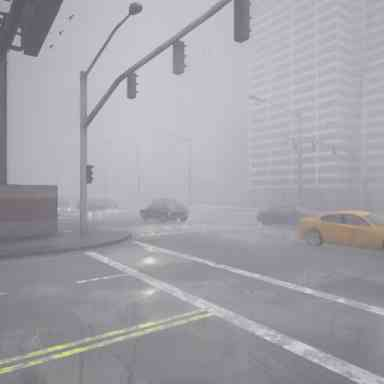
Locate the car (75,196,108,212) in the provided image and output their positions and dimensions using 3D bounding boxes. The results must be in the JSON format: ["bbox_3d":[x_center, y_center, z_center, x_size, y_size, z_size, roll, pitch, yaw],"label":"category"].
[{"bbox_3d":[-12.179,1.547,39.390,2.033,1.411,5.357,0,0,-35],"label":"car"}]

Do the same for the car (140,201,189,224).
[{"bbox_3d":[-2.164,1.601,25.143,1.895,1.301,4.718,0,0,-34],"label":"car"}]

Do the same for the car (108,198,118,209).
[{"bbox_3d":[-11.450,1.492,44.436,2.128,1.511,4.902,0,0,-35],"label":"car"}]

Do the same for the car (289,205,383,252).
[{"bbox_3d":[6.525,1.477,12.897,1.882,1.535,5.008,0,0,-35],"label":"car"}]

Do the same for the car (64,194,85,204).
[{"bbox_3d":[-20.175,1.140,56.948,2.128,1.511,4.902,0,0,-35],"label":"car"}]

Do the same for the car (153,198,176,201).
[{"bbox_3d":[-2.333,1.354,31.511,2.097,1.767,4.553,0,0,-35],"label":"car"}]

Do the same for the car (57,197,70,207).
[{"bbox_3d":[-20.054,1.477,50.624,1.882,1.535,5.008,0,0,-35],"label":"car"}]

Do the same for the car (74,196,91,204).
[{"bbox_3d":[-21.536,1.525,65.115,1.812,1.442,4.674,0,0,-35],"label":"car"}]

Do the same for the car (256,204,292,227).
[{"bbox_3d":[6.309,1.525,21.076,4.674,1.442,1.812,0,0,41],"label":"car"}]
